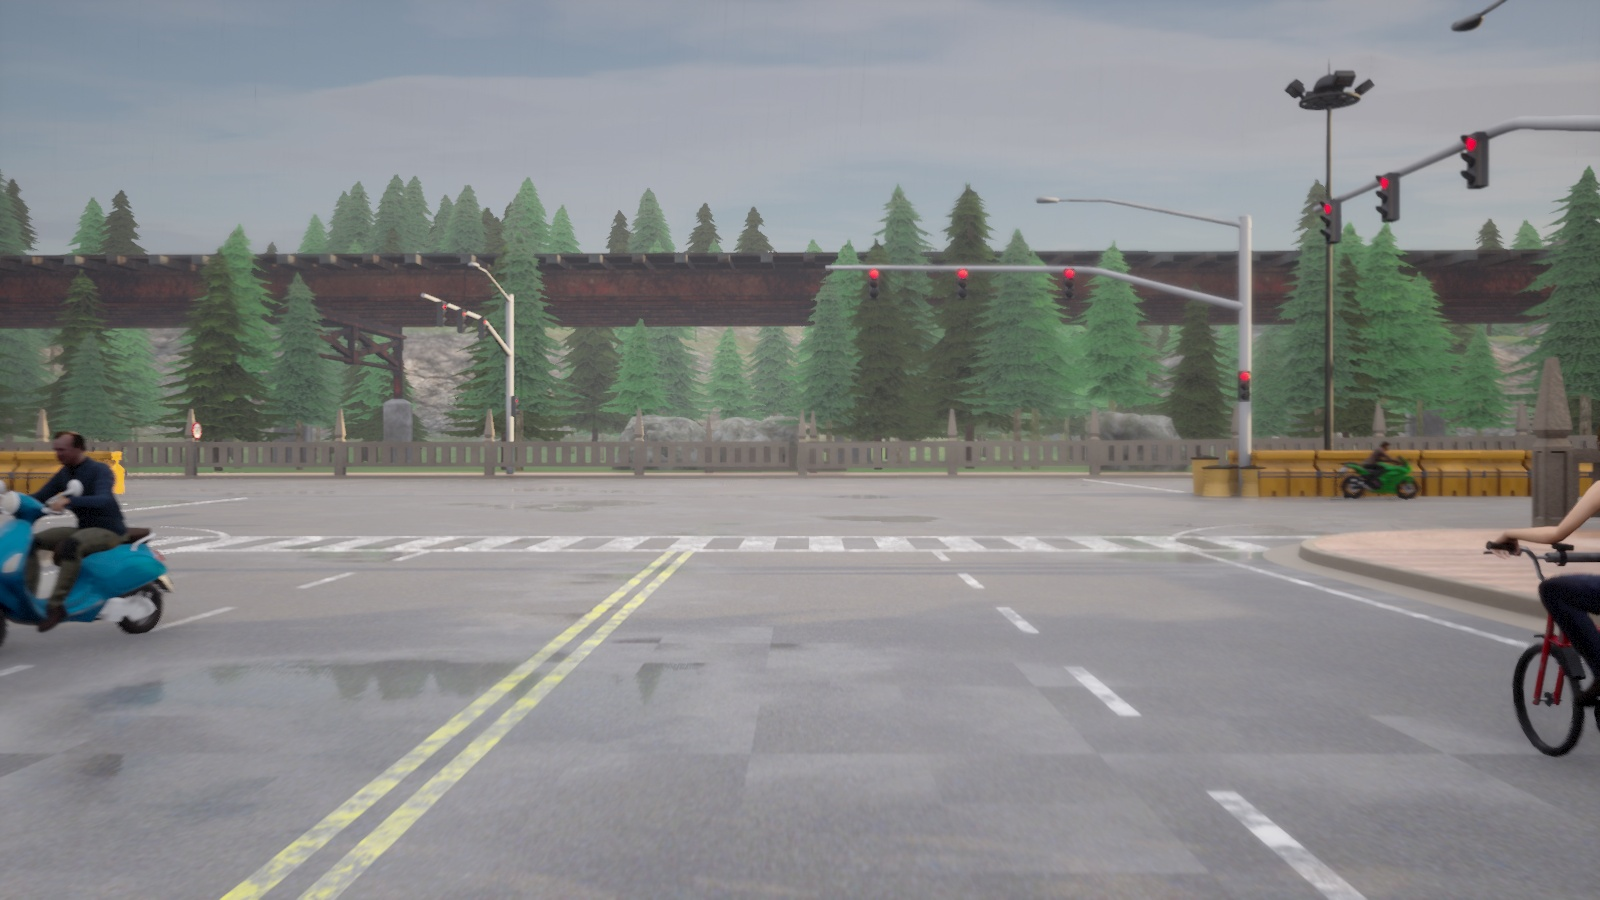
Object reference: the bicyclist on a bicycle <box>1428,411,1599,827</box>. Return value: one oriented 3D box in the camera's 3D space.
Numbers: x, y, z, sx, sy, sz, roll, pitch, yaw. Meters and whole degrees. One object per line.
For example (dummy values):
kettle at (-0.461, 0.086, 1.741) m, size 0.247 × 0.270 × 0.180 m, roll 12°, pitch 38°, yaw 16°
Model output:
bicyclist on a bicycle at (3.543, 0.655, 5.474) m, size 0.866 × 1.612 × 1.509 m, roll 0°, pitch 0°, yaw 1°

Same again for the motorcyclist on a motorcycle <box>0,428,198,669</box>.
motorcyclist on a motorcycle at (-5.421, 0.645, 9.091) m, size 0.866 × 1.590 × 1.817 m, roll 0°, pitch 0°, yaw 21°

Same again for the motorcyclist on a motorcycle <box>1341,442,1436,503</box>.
motorcyclist on a motorcycle at (15.053, 0.559, 32.165) m, size 2.044 × 1.523 × 0.797 m, roll 1°, pitch 0°, yaw 1°
